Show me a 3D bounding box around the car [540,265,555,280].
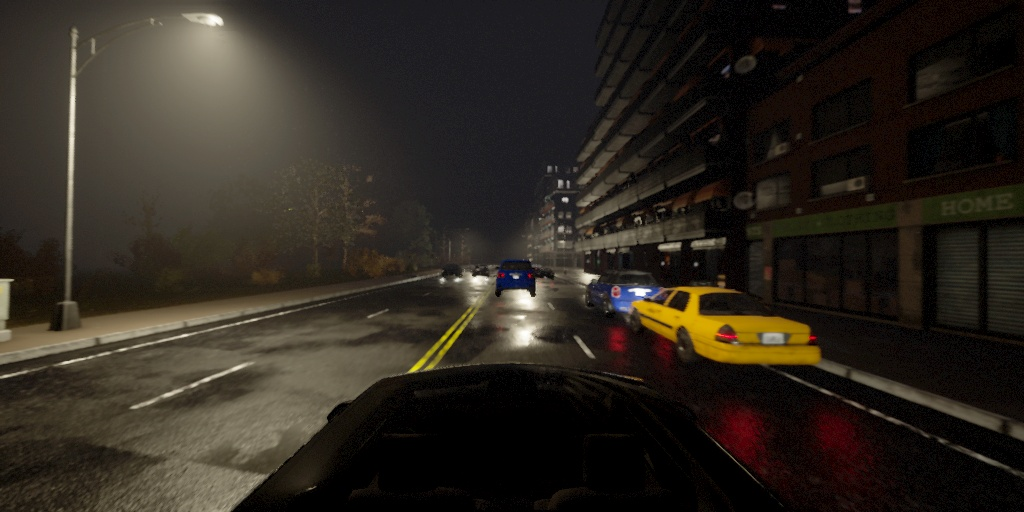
[{"bbox_3d":[3.242,1.833,37.428,1.895,1.301,4.718,1,-1,-1],"label":"car"}]

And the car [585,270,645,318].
[{"bbox_3d":[4.319,1.312,14.206,2.097,1.767,4.553,1,-1,0],"label":"car"}]

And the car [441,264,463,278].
[{"bbox_3d":[-6.693,1.607,40.252,1.882,1.535,5.008,1,-1,-1],"label":"car"}]

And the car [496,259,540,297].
[{"bbox_3d":[0.207,1.211,21.238,2.150,2.045,5.566,1,-1,0],"label":"car"}]

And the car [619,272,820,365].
[{"bbox_3d":[4.274,1.345,8.394,1.801,1.575,5.366,1,-1,1],"label":"car"}]

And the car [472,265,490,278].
[{"bbox_3d":[-3.448,1.727,40.619,2.033,1.411,5.357,1,-1,-1],"label":"car"}]
